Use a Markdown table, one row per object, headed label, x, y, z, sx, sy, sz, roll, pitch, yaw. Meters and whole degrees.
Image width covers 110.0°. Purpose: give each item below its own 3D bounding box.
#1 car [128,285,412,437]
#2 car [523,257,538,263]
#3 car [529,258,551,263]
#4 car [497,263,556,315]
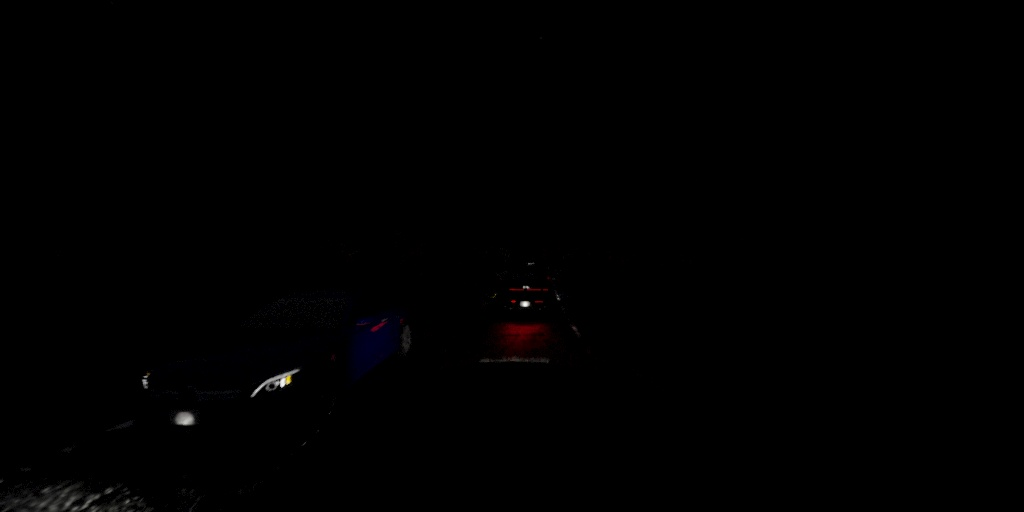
| label | x | y | z | sx | sy | sz | roll | pitch | yaw |
| --- | --- | --- | --- | --- | --- | --- | --- | --- | --- |
| car | -2.991 | 1.238 | 5.685 | 1.812 | 1.442 | 4.674 | 0 | 0 | 2 |
| car | 2.782 | 0.888 | 49.028 | 2.128 | 1.511 | 4.902 | 0 | 0 | 14 |
| car | 3.121 | 1.115 | 35.169 | 1.895 | 1.301 | 4.718 | 0 | 0 | 10 |
| car | 0.545 | 1.173 | 13.188 | 1.837 | 1.490 | 4.892 | 0 | 0 | 4 |
